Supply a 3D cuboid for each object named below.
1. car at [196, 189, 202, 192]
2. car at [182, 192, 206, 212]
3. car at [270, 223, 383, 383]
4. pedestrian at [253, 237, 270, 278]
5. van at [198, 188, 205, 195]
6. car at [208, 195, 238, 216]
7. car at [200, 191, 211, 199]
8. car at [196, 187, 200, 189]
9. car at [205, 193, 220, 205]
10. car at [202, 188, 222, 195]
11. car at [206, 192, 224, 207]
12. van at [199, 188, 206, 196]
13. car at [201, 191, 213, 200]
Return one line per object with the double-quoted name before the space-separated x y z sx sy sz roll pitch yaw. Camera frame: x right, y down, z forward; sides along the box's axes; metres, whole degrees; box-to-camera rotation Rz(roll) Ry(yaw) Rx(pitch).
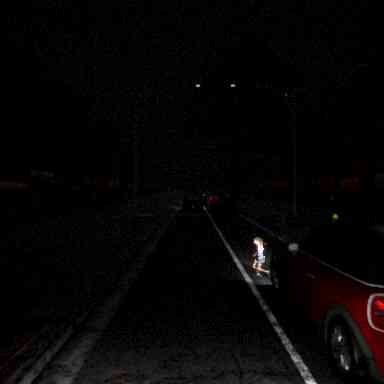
"car" 0.063 0.783 46.216 1.882 1.535 5.008 0 1 0
"car" 0.072 1.026 31.121 1.882 1.535 5.008 0 1 0
"car" 2.749 1.280 5.479 2.097 1.767 4.553 0 1 0
"pedestrian" 1.680 1.565 8.288 0.500 1.100 0.500 0 1 0
"van" 2.632 -0.176 93.554 1.690 1.788 3.998 0 1 0
"car" 2.634 1.181 27.016 1.947 1.339 4.313 0 1 0
"car" 2.633 0.522 65.833 2.008 1.369 4.403 0 1 0
"car" 2.633 0.091 76.919 2.192 1.841 5.009 0 1 0
"car" 2.633 0.869 43.821 1.752 1.417 4.829 0 1 0
"car" 2.633 0.751 38.102 2.192 1.841 5.009 0 1 0
"car" 2.634 1.048 32.731 1.752 1.417 4.829 0 1 0
"van" 2.632 0.019 82.465 1.690 1.788 3.998 0 1 0
"car" 2.633 0.620 60.289 2.008 1.369 4.403 0 1 0
